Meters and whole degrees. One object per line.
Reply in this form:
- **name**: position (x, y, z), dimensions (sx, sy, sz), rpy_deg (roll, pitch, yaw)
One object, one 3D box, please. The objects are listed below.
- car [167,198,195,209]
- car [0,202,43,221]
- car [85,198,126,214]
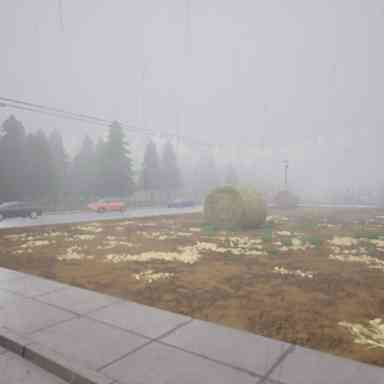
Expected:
- **car**: position (-1.583, 1.631, 47.901), dimensions (1.882, 1.535, 5.008), rpy_deg (0, 0, 37)
- **car**: position (-15.617, 1.660, 29.019), dimensions (1.837, 1.490, 4.892), rpy_deg (0, 0, 37)
- **car**: position (-9.618, 1.507, 37.106), dimensions (2.097, 1.767, 4.553), rpy_deg (0, 0, 37)
